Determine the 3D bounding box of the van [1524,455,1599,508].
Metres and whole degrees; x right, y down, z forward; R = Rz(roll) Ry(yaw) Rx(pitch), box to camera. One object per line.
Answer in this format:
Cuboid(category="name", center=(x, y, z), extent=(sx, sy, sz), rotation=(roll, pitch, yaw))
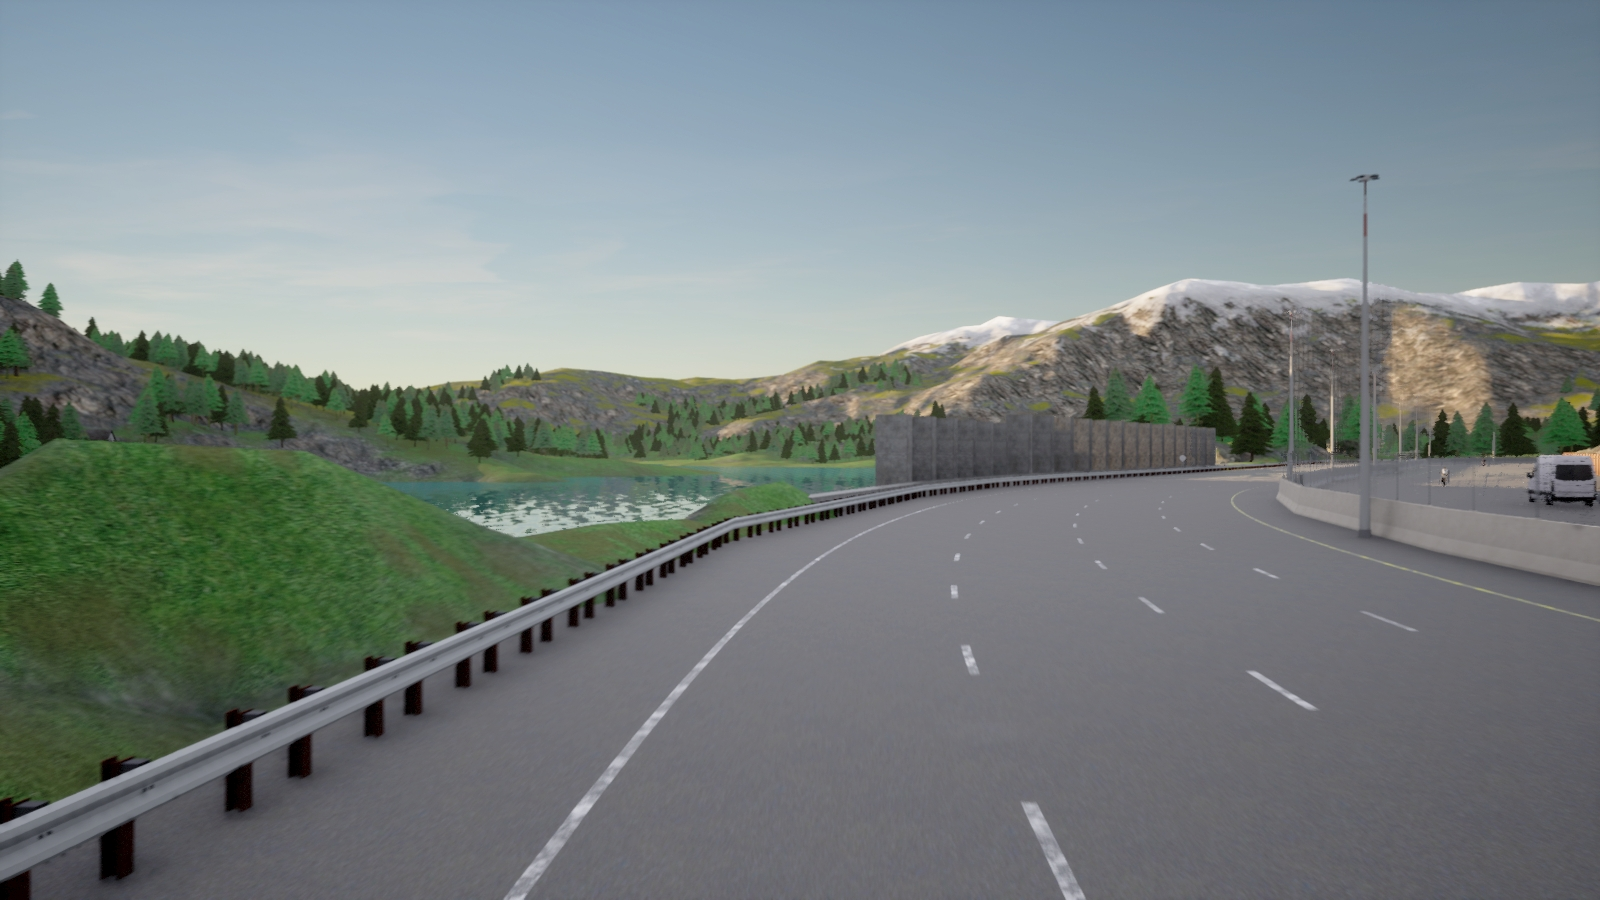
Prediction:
Cuboid(category="van", center=(39.366, 1.556, 59.209), extent=(1.988, 2.561, 5.915), rotation=(0, 0, 21))
